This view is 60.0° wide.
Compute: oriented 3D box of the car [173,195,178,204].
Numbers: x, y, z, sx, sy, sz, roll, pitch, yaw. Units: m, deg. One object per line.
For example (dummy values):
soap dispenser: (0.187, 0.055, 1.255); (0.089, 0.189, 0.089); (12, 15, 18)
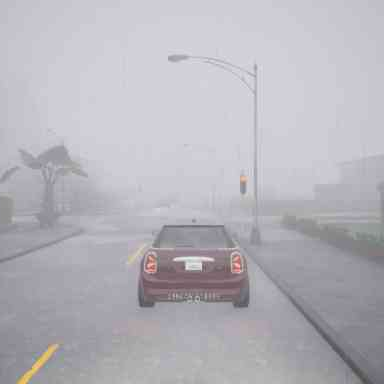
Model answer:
car: (-4.027, 1.601, 57.819); (1.895, 1.301, 4.718); (0, 0, 0)

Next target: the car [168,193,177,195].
car: (-3.948, 1.221, 68.213); (2.150, 2.045, 5.566); (0, 0, 0)

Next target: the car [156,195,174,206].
car: (-4.056, 1.564, 47.917); (1.994, 1.385, 4.181); (0, 0, 0)

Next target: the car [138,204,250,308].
car: (0.051, 1.352, 8.105); (2.097, 1.767, 4.553); (0, 0, 1)

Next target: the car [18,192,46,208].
car: (-19.725, 0.985, 41.981); (1.905, 1.878, 3.866); (0, 0, 35)
